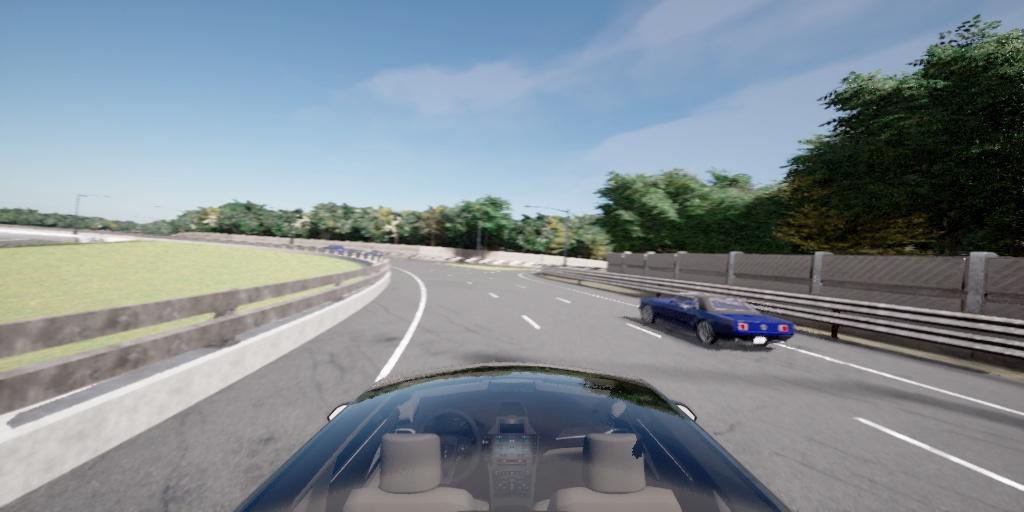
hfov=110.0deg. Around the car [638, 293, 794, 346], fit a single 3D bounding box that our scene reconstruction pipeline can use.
[{"bbox_3d":[5.924,1.827,11.284,1.895,1.301,4.718,4,0,-10],"label":"car"}]
